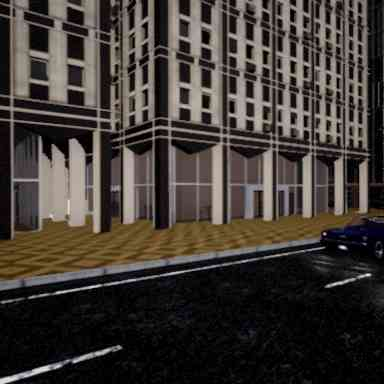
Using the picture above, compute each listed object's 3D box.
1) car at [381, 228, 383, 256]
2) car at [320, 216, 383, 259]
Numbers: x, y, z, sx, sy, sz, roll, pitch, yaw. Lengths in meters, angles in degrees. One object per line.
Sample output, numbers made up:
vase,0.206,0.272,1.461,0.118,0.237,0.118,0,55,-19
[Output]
car,7.284,1.602,8.972,4.718,1.301,1.895,0,0,-36
car,6.979,1.603,12.772,4.718,1.301,1.895,0,0,-36
